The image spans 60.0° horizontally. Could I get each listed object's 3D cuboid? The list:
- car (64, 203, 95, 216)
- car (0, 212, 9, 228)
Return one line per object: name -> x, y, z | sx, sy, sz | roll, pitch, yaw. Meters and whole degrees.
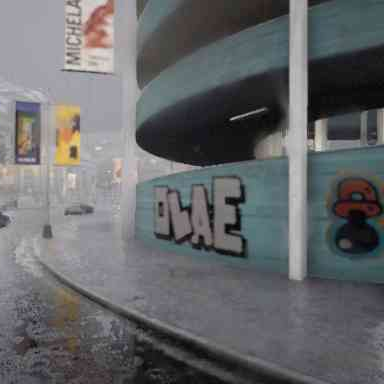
car -> -12.628, 1.919, 37.590 | 1.994, 1.385, 4.181 | 0, -1, 7
car -> -13.087, 1.687, 20.859 | 1.812, 1.442, 4.674 | 0, -1, -11
